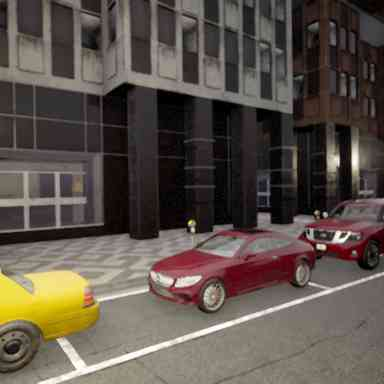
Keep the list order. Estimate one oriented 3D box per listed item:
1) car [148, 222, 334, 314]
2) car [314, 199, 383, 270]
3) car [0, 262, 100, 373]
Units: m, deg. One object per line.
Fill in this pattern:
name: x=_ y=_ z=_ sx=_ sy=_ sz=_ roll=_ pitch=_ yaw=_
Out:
car: x=1.058 y=1.511 z=7.401 sx=4.206 sy=1.307 sz=1.802 roll=-1 pitch=0 yaw=-35
car: x=5.619 y=1.164 z=10.647 sx=5.009 sy=1.841 sz=2.192 roll=-1 pitch=0 yaw=-35
car: x=-3.645 y=1.536 z=4.054 sx=4.829 sy=1.417 sz=1.752 roll=-1 pitch=0 yaw=-35
